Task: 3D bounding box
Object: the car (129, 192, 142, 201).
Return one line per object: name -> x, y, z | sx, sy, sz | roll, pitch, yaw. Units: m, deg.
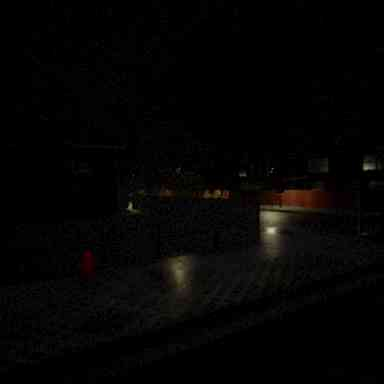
car -> -9.108, 0.808, 54.598 | 2.128, 1.511, 4.902 | -1, 1, -23
